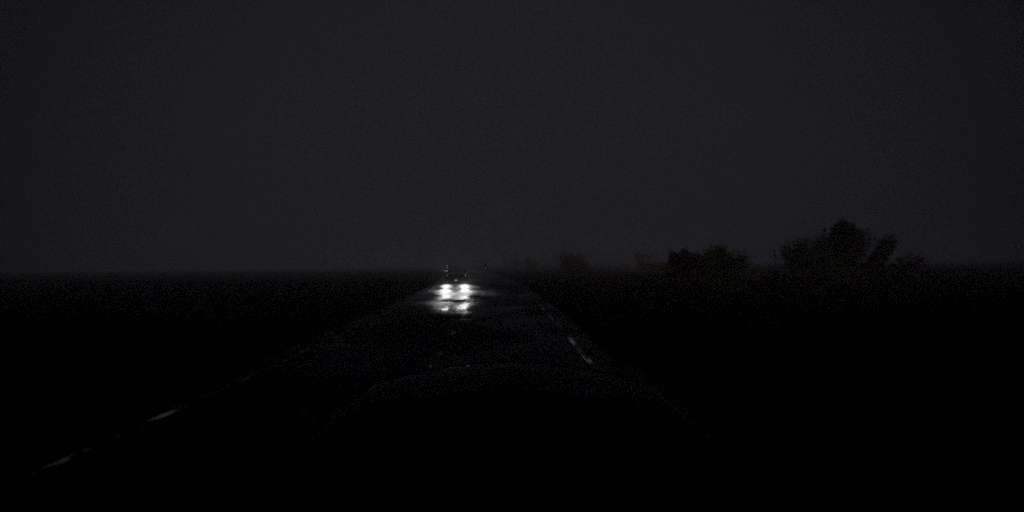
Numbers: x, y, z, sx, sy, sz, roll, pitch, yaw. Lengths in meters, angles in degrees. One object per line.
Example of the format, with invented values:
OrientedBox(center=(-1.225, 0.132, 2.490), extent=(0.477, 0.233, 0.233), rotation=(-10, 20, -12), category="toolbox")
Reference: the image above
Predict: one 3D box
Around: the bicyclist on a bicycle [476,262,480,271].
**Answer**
OrientedBox(center=(-5.828, 1.772, 61.419), extent=(0.866, 1.612, 1.509), rotation=(0, -1, -13), category="bicyclist on a bicycle")

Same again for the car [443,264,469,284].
OrientedBox(center=(-4.670, 1.640, 30.700), extent=(1.895, 1.301, 4.718), rotation=(0, -1, -6), category="car")

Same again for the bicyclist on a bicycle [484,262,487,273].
OrientedBox(center=(-3.837, 1.685, 51.929), extent=(0.582, 1.620, 1.656), rotation=(0, -1, -11), category="bicyclist on a bicycle")
